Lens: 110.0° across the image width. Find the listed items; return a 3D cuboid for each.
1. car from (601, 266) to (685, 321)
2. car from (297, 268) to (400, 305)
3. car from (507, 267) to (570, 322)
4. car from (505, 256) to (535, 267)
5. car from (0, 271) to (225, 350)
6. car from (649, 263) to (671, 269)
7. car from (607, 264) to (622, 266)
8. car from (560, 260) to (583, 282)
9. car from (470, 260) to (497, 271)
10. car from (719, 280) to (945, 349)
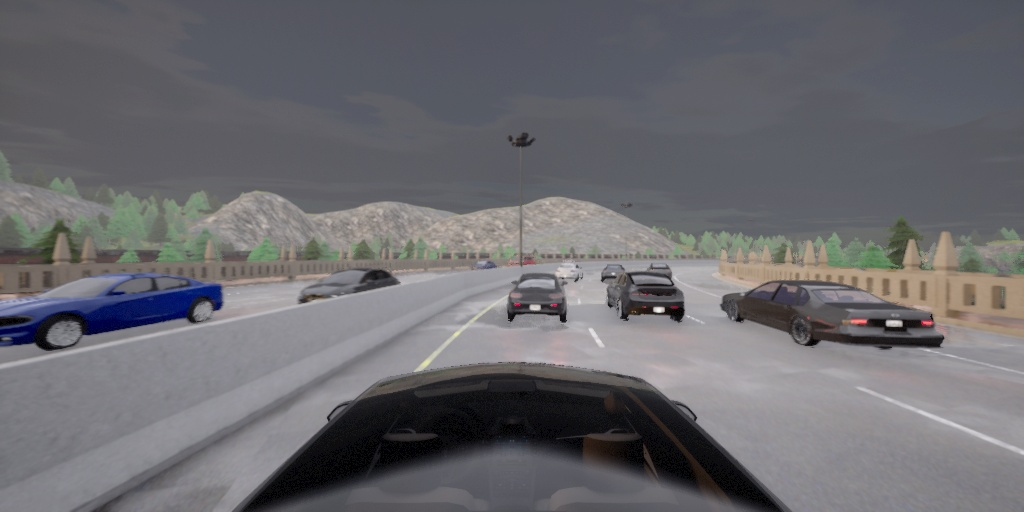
[{"bbox_3d":[4.493,1.285,12.625,1.837,1.490,4.892,0,0,7],"label":"car"},{"bbox_3d":[-6.100,1.238,14.013,1.837,1.490,4.892,0,0,8],"label":"car"},{"bbox_3d":[0.932,1.289,12.387,1.812,1.442,4.674,0,0,7],"label":"car"},{"bbox_3d":[1.179,1.017,48.739,2.150,2.045,5.566,0,0,28],"label":"car"},{"bbox_3d":[-10.131,1.188,9.184,1.882,1.535,5.008,0,0,5],"label":"car"},{"bbox_3d":[12.340,1.322,30.204,2.128,1.511,4.902,0,0,19],"label":"car"},{"bbox_3d":[8.617,1.378,30.105,1.994,1.385,4.181,0,0,19],"label":"car"},{"bbox_3d":[4.756,1.322,29.666,1.812,1.442,4.674,0,0,17],"label":"car"},{"bbox_3d":[-3.643,1.298,46.831,1.812,1.442,4.674,0,0,26],"label":"car"},{"bbox_3d":[7.549,1.339,9.348,2.033,1.411,5.357,0,0,6],"label":"car"}]
